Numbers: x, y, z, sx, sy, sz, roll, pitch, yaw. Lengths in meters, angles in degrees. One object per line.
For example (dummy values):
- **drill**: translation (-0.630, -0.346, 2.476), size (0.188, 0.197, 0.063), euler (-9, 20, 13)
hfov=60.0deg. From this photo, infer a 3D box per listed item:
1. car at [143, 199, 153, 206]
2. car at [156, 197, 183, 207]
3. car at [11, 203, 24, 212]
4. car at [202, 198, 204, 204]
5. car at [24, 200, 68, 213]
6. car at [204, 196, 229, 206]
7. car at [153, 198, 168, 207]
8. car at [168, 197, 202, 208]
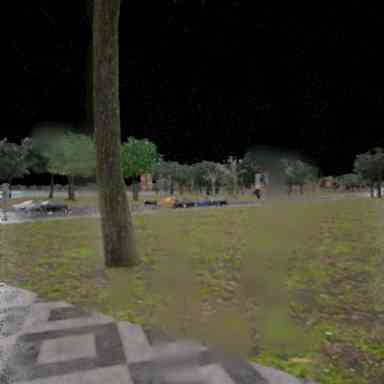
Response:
- **car**: translation (-6.691, 1.829, 60.592), size (1.895, 1.301, 4.718), euler (0, 0, 36)
- **car**: translation (-3.973, 1.716, 58.803), size (2.128, 1.511, 4.902), euler (0, 0, 36)
- **car**: translation (-20.256, 1.755, 41.976), size (1.812, 1.442, 4.674), euler (0, 0, 36)
- **car**: translation (2.606, 1.765, 62.342), size (2.033, 1.411, 5.357), euler (0, 0, 36)
- **car**: translation (-17.356, 1.750, 40.441), size (1.812, 1.442, 4.674), euler (0, 0, 36)
- **car**: translation (4.736, 1.565, 59.741), size (2.097, 1.767, 4.553), euler (0, 0, 36)
- **car**: translation (-3.469, 1.696, 53.852), size (1.882, 1.535, 5.008), euler (0, 0, 36)
- **car**: translation (-0.996, 1.718, 51.727), size (1.837, 1.490, 4.892), euler (0, 0, 36)
